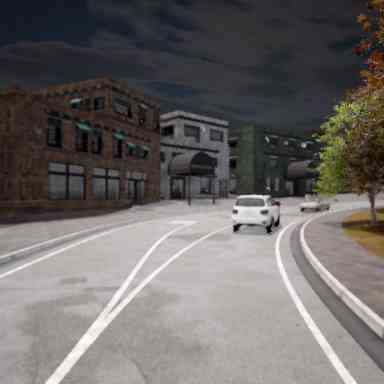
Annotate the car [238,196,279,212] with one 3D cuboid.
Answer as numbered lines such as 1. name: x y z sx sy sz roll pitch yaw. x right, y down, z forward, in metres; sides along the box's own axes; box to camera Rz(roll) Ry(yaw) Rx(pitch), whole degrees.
1. car: 7.533 1.325 37.448 5.008 1.535 1.882 -1 0 -42

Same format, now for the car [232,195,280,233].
1. car: 3.955 1.192 20.054 2.150 2.045 5.566 0 0 21

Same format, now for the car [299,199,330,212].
1. car: 13.243 1.387 35.659 1.895 1.301 4.718 -1 1 39
